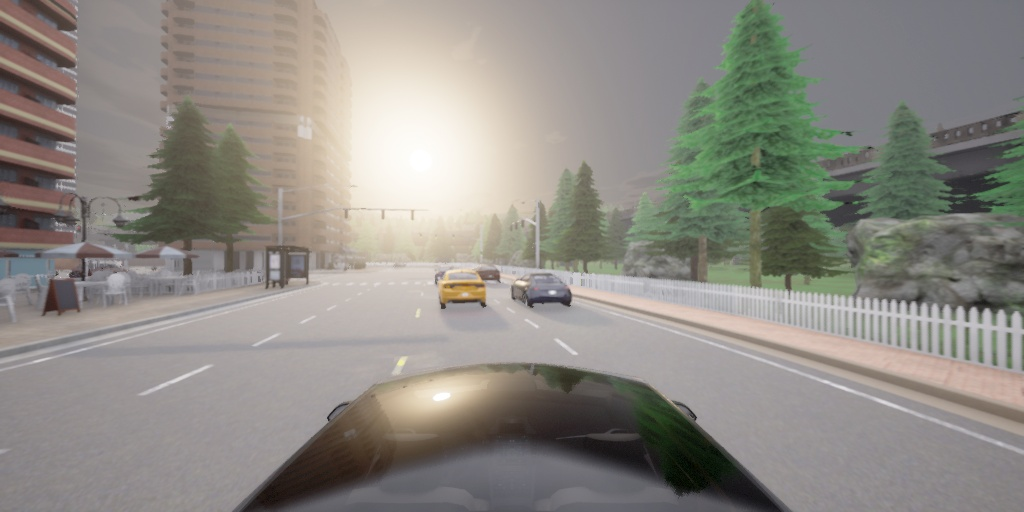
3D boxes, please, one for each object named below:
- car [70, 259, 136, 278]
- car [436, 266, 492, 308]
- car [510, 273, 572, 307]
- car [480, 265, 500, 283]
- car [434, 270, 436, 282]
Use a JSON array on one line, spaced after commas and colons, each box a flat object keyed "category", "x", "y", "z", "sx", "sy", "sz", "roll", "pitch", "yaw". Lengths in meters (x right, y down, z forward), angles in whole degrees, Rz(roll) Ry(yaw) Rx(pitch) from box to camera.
[{"category": "car", "x": -40.938, "y": 1.489, "z": 36.097, "sx": 4.553, "sy": 1.767, "sz": 2.097, "roll": 0, "pitch": -1, "yaw": -13}, {"category": "car", "x": -2.357, "y": 1.372, "z": 16.402, "sx": 1.882, "sy": 1.535, "sz": 5.008, "roll": 0, "pitch": 0, "yaw": -12}, {"category": "car", "x": 1.210, "y": 1.461, "z": 16.474, "sx": 1.994, "sy": 1.385, "sz": 4.181, "roll": 0, "pitch": 0, "yaw": -12}, {"category": "car", "x": -2.284, "y": 1.524, "z": 31.786, "sx": 1.882, "sy": 1.535, "sz": 5.008, "roll": 0, "pitch": 0, "yaw": -12}, {"category": "car", "x": -5.622, "y": 1.560, "z": 30.668, "sx": 1.812, "sy": 1.442, "sz": 4.674, "roll": 0, "pitch": 0, "yaw": -12}]
